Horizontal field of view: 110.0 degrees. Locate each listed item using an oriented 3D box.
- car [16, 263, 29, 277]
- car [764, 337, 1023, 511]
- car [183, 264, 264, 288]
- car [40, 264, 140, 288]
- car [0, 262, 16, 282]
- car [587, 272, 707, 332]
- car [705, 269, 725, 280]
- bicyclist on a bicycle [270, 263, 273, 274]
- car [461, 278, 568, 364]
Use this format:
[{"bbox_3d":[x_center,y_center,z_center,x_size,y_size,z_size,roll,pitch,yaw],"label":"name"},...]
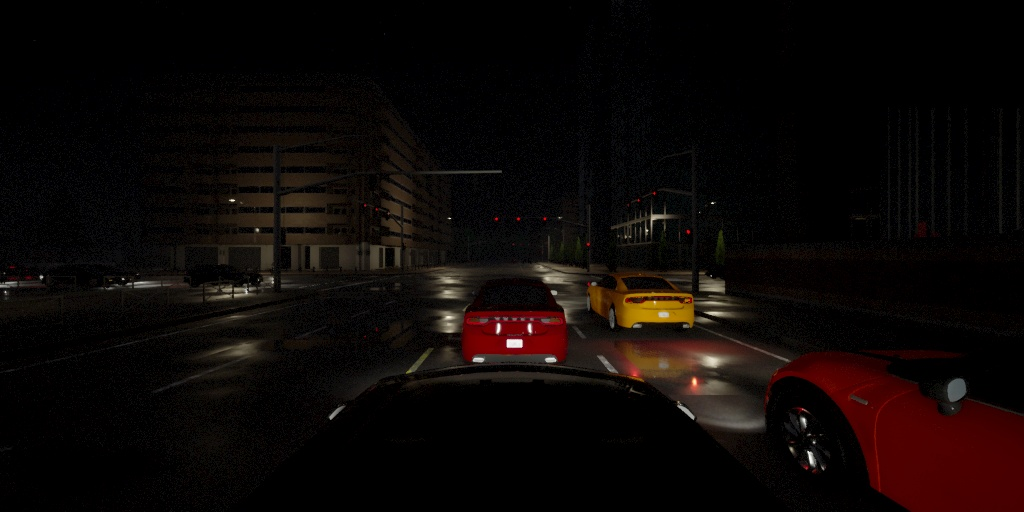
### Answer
[{"bbox_3d":[-50.330,1.297,34.946,4.902,1.511,2.128,0,0,1],"label":"car"},{"bbox_3d":[3.600,1.102,1.752,2.097,1.767,4.553,0,0,0],"label":"car"},{"bbox_3d":[-19.417,1.331,24.180,4.674,1.442,1.812,0,0,0],"label":"car"},{"bbox_3d":[-28.657,1.310,24.201,4.892,1.490,1.837,0,0,0],"label":"car"},{"bbox_3d":[-42.236,1.331,27.776,4.674,1.442,1.812,0,0,0],"label":"car"},{"bbox_3d":[3.582,1.228,10.898,1.882,1.535,5.008,0,0,0],"label":"car"},{"bbox_3d":[19.537,1.406,31.195,4.718,1.301,1.895,0,0,0],"label":"car"},{"bbox_3d":[-25.518,1.106,38.671,0.582,1.620,1.656,0,0,0],"label":"bicyclist on a bicycle"},{"bbox_3d":[0.062,1.228,8.125,1.882,1.535,5.008,0,0,0],"label":"car"}]
